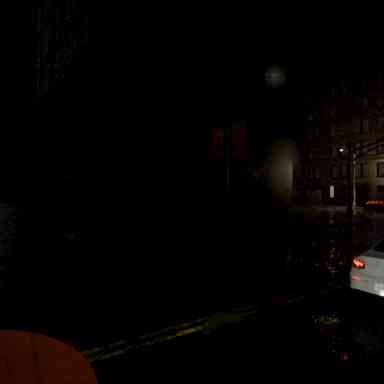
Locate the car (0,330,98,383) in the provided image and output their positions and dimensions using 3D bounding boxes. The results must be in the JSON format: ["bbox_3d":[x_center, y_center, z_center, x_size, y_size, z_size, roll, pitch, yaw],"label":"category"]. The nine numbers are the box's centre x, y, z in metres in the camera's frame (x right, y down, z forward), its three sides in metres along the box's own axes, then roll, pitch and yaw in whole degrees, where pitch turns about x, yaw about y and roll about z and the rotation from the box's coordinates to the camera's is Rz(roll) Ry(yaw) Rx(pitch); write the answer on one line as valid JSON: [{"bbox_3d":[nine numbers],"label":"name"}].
[{"bbox_3d":[-2.892,1.478,1.381,5.008,1.535,1.882,0,0,-35],"label":"car"}]

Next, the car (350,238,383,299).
[{"bbox_3d":[5.238,1.526,7.173,4.674,1.442,1.812,0,0,-35],"label":"car"}]

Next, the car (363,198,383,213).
[{"bbox_3d":[20.632,1.582,34.913,1.895,1.301,4.718,1,0,-36],"label":"car"}]
